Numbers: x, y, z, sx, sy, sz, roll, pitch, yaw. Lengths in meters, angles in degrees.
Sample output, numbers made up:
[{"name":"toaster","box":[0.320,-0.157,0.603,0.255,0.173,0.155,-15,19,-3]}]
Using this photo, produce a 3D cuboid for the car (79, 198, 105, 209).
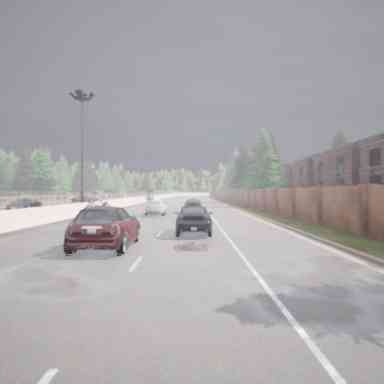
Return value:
[{"name":"car","box":[-14.011,1.526,46.803,2.033,1.411,5.357,0,0,0]}]

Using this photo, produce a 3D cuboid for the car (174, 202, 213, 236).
[{"name":"car","box":[0.098,1.497,18.216,1.837,1.490,4.892,0,0,0]}]

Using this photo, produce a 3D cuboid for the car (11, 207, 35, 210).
[{"name":"car","box":[-17.565,1.475,34.899,2.128,1.511,4.902,0,0,0]}]

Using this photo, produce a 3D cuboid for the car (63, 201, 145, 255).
[{"name":"car","box":[-3.396,1.346,13.380,2.097,1.767,4.553,0,0,0]}]

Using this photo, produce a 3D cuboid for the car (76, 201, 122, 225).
[{"name":"car","box":[-6.893,1.480,25.250,2.128,1.511,4.902,0,0,0]}]

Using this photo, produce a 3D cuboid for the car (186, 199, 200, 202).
[{"name":"car","box":[0.110,1.488,36.242,1.837,1.490,4.892,0,0,0]}]

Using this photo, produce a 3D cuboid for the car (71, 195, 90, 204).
[{"name":"car","box":[-20.983,1.367,62.765,1.882,1.535,5.008,0,0,0]}]

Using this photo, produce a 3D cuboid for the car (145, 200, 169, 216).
[{"name":"car","box":[-3.404,1.511,32.239,1.812,1.442,4.674,0,0,0]}]
